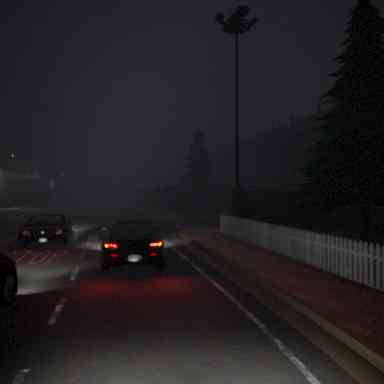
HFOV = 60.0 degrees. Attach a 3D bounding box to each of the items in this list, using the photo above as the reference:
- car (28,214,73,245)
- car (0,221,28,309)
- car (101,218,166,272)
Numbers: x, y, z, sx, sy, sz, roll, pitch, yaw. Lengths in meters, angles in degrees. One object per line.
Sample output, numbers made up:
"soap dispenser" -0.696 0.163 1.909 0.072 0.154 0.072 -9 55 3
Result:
"car" -6.680 1.689 15.612 1.895 1.301 4.718 0 -1 -17
"car" -4.408 1.388 5.020 2.097 1.767 4.553 0 0 -9
"car" -1.961 1.570 10.948 1.812 1.442 4.674 0 0 -11
